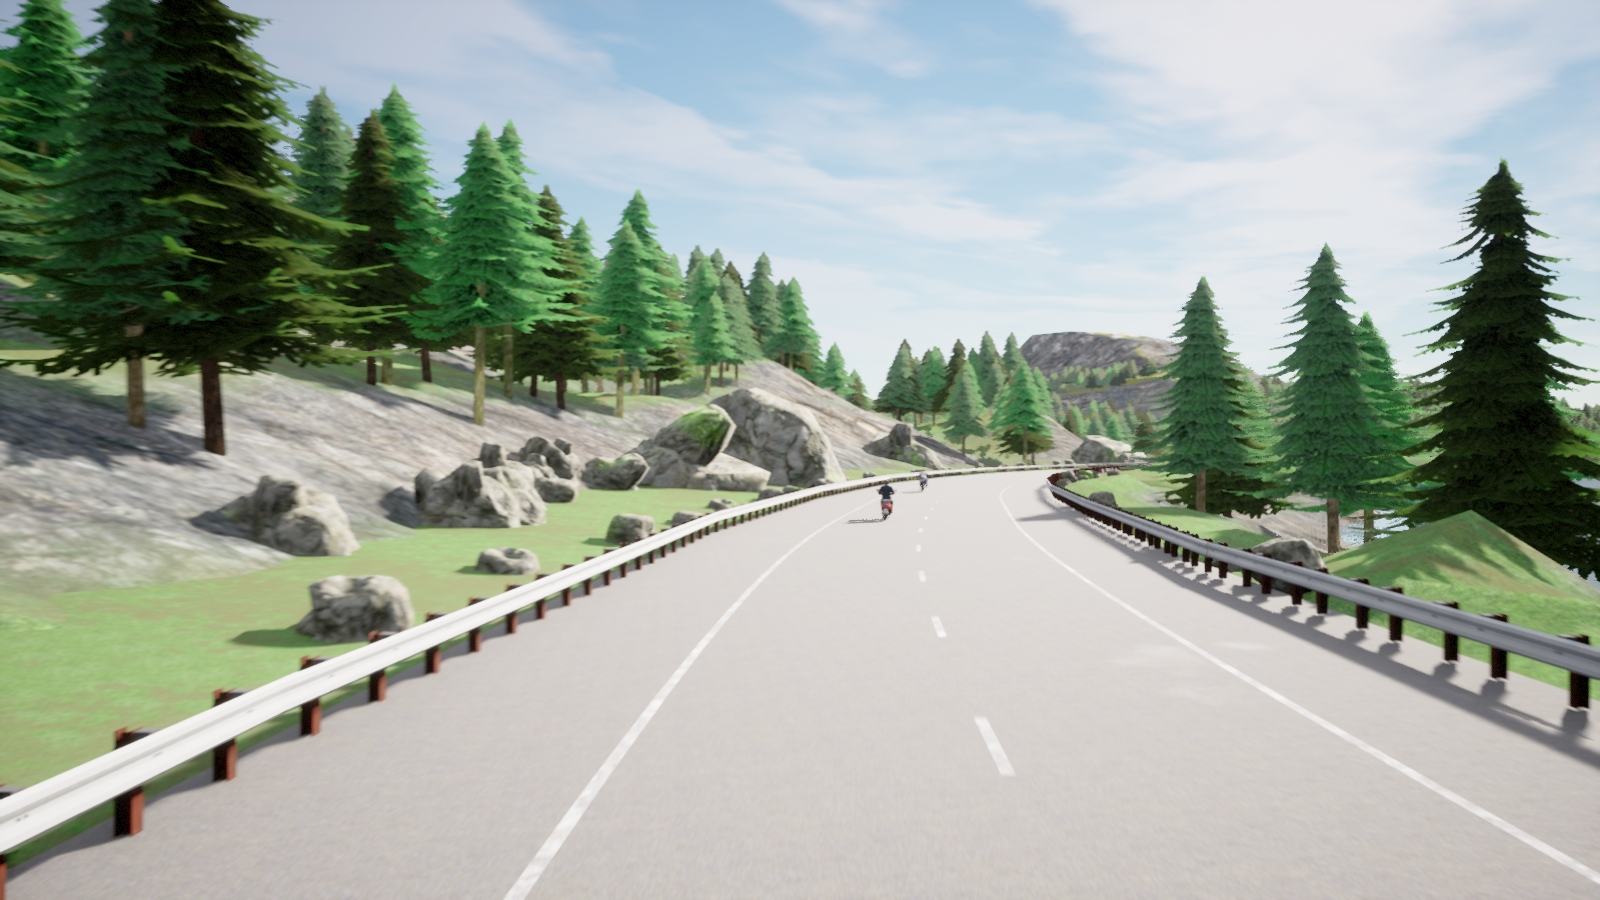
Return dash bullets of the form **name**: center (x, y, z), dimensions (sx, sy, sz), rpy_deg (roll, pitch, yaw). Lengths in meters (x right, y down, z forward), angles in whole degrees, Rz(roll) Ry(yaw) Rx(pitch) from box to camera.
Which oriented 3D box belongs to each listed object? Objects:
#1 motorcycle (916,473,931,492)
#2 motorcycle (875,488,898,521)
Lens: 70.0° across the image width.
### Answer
- **motorcycle**: center (8.348, 2.183, 77.006), dimensions (0.803, 1.217, 2.033), rpy_deg (0, 0, 11)
- **motorcycle**: center (3.491, 2.184, 46.066), dimensions (0.856, 1.236, 1.805), rpy_deg (0, 0, 7)
